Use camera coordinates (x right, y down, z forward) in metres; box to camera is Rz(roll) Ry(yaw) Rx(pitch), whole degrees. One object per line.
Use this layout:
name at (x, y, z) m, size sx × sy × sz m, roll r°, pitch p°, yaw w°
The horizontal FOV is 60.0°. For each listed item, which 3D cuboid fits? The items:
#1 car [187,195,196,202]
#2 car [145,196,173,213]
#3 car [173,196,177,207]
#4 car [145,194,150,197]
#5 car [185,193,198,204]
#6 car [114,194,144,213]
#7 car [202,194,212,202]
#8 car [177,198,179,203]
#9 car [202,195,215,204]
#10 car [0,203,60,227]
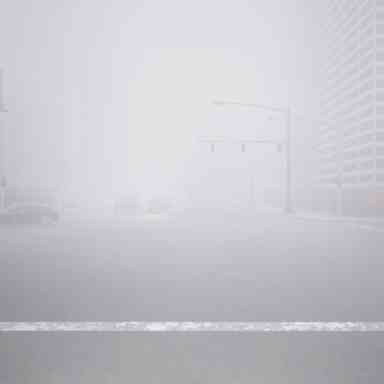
car at (-0.143, 1.381, 74.524) m, size 1.994 × 1.385 × 4.181 m, roll 0°, pitch 0°, yaw 0°
car at (-3.672, 1.491, 37.557) m, size 2.128 × 1.511 × 4.902 m, roll 0°, pitch 0°, yaw 0°
car at (-3.687, 1.352, 47.773) m, size 2.097 × 1.767 × 4.553 m, roll 0°, pitch 0°, yaw 0°
car at (-7.189, 1.547, 59.574) m, size 2.033 × 1.411 × 5.357 m, roll 0°, pitch 0°, yaw 0°
car at (-0.122, 1.221, 63.853) m, size 2.150 × 2.045 × 5.566 m, roll 0°, pitch 0°, yaw 0°
car at (-7.171, 1.221, 37.295) m, size 2.150 × 2.045 × 5.566 m, roll 0°, pitch 0°, yaw 0°
car at (3.360, 1.355, 74.675) m, size 2.097 × 1.767 × 4.553 m, roll 0°, pitch 0°, yaw 0°
car at (-3.652, 1.564, 66.055) m, size 1.994 × 1.385 × 4.181 m, roll 0°, pitch 0°, yaw 0°
car at (3.473, 1.525, 64.772) m, size 1.812 × 1.442 × 4.674 m, roll 0°, pitch 0°, yaw 0°
car at (-11.414, 1.507, 22.107) m, size 4.892 × 1.490 × 1.837 m, roll 0°, pitch 3°, yaw -37°
